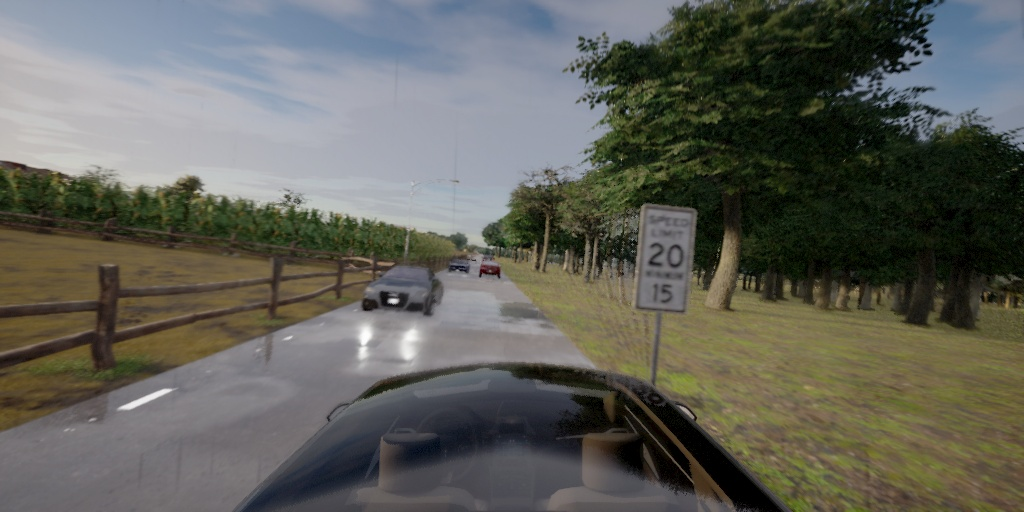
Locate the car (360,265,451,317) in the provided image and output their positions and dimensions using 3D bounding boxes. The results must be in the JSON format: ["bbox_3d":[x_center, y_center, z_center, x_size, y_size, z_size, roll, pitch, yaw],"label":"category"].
[{"bbox_3d":[-3.388,1.039,11.867,1.994,1.385,4.181,5,0,-4],"label":"car"}]

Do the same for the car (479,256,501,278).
[{"bbox_3d":[-2.079,1.152,33.808,1.882,1.535,5.008,5,0,-4],"label":"car"}]

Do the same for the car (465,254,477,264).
[{"bbox_3d":[-6.858,0.377,60.168,1.882,1.535,5.008,5,0,-4],"label":"car"}]

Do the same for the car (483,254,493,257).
[{"bbox_3d":[-4.133,0.756,61.612,2.150,2.045,5.566,5,-1,-4],"label":"car"}]

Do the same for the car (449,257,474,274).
[{"bbox_3d":[-5.062,1.004,34.774,1.895,1.301,4.718,5,0,-4],"label":"car"}]
